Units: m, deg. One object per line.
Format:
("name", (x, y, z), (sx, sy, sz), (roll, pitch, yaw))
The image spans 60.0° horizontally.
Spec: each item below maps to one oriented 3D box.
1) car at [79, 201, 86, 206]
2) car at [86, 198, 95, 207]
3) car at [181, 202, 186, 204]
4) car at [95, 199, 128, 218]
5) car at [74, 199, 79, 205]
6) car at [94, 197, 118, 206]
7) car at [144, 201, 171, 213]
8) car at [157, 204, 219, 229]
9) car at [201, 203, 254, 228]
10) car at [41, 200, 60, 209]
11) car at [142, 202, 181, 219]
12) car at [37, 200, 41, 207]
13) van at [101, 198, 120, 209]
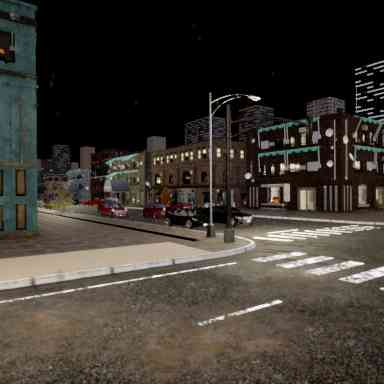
("car", (-20.666, 2.226, 67.120), (1.887, 1.381, 4.507), (-1, 0, -35))
("car", (-17.471, 1.938, 62.603), (2.192, 1.841, 5.009), (-1, 0, -35))
("car", (-1.464, 1.902, 40.023), (1.802, 1.307, 4.206), (-2, 0, -35))
("car", (-8.304, 1.846, 35.175), (1.967, 1.590, 4.097), (-1, 0, -35))
("car", (-27.066, 2.363, 76.152), (1.947, 1.339, 4.313), (-1, 0, -35))
("car", (-10.403, 1.812, 42.658), (2.097, 1.767, 4.553), (-1, 0, -35))
("car", (-4.663, 1.965, 44.539), (1.802, 1.307, 4.206), (-2, 0, -35))
("car", (-0.377, 1.814, 23.783), (1.947, 1.339, 4.313), (-2, 0, -35))
("car", (2.451, 1.734, 24.506), (1.812, 1.442, 4.674), (-1, 0, -37))
("car", (-24.204, 2.232, 57.618), (1.752, 1.417, 4.829), (-1, 0, -35))
("car", (-3.300, 1.886, 32.619), (1.994, 1.385, 4.181), (-1, 0, -35))
("car", (-30.703, 2.375, 66.790), (2.008, 1.369, 4.403), (-1, 0, -35))
("van", (-14.270, 1.906, 58.087), (1.690, 1.788, 3.998), (-1, 0, -35))
